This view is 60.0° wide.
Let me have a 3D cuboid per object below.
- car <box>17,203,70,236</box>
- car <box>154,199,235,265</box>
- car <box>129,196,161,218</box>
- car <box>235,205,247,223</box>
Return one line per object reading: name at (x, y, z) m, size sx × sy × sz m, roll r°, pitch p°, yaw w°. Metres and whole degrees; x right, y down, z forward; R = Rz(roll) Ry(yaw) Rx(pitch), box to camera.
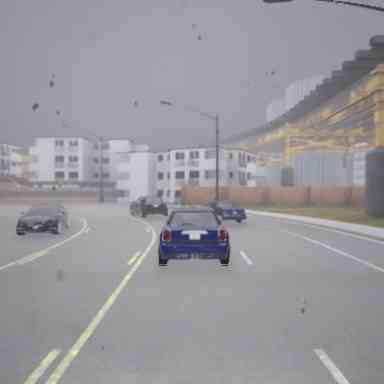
car at (-7.608, 1.347, 17.419) m, size 1.837 × 1.490 × 4.892 m, roll 1°, pitch 0°, yaw -13°
car at (-0.001, 1.249, 11.418) m, size 2.097 × 1.767 × 4.553 m, roll 0°, pitch 1°, yaw -2°
car at (-3.726, 1.104, 27.578) m, size 2.097 × 1.767 × 4.553 m, roll 0°, pitch 1°, yaw -26°
car at (1.938, 1.338, 23.331) m, size 2.033 × 1.411 × 5.357 m, roll 0°, pitch 1°, yaw -17°
